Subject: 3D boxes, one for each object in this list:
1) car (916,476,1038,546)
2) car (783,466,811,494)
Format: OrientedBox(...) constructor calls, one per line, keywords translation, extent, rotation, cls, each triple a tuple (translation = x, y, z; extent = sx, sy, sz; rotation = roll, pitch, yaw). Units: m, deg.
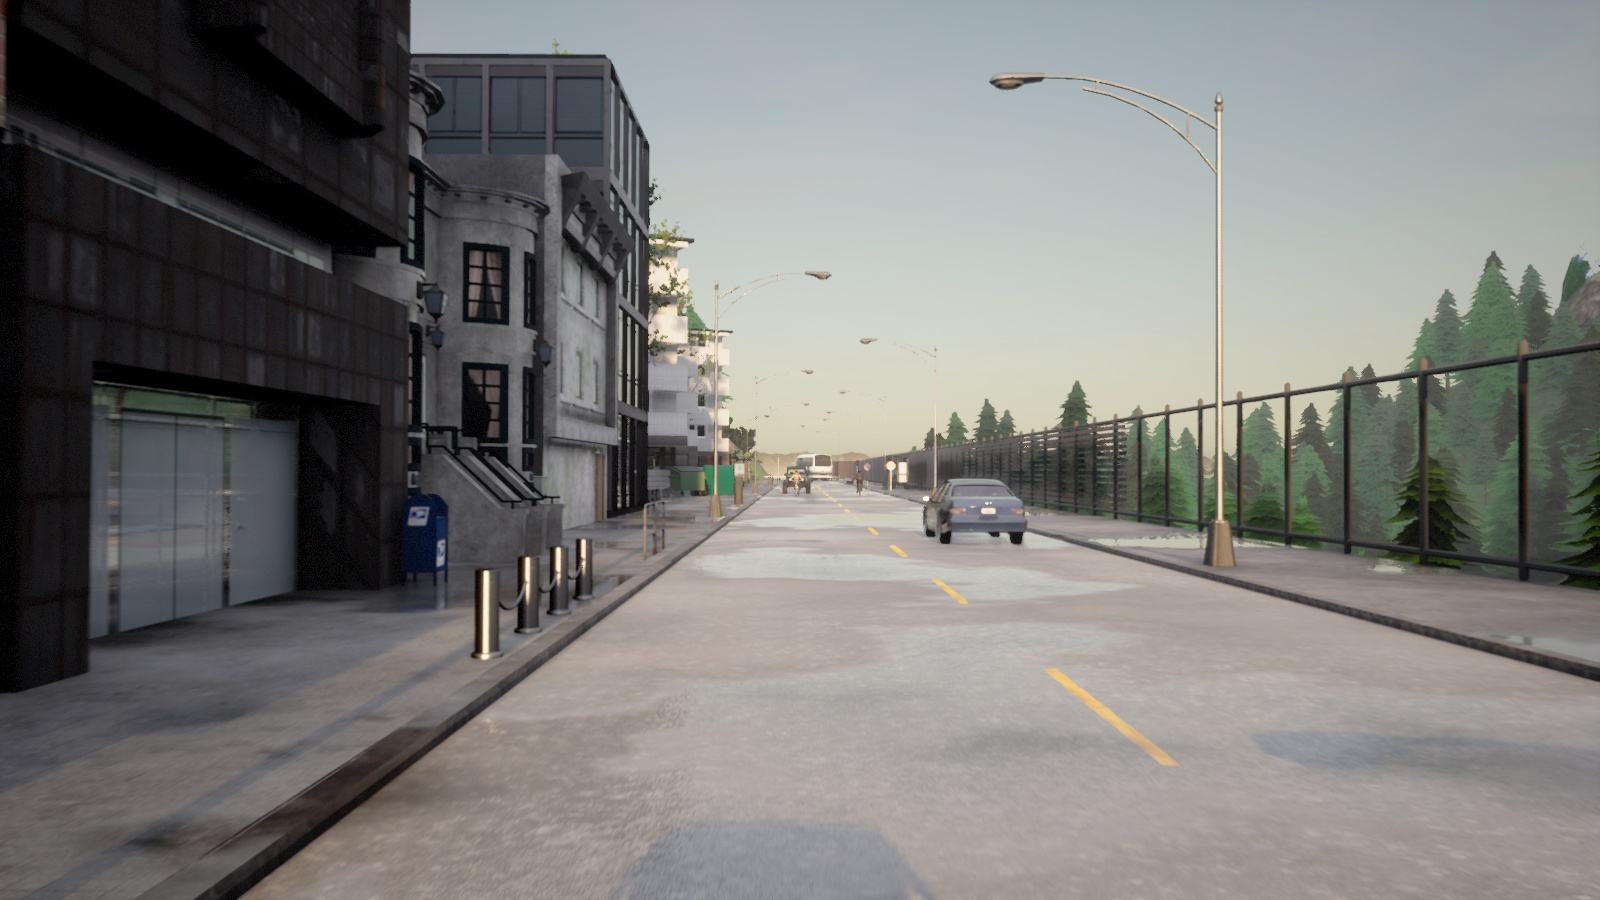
OrientedBox(translation=(3.924, 1.329, 28.800), extent=(2.033, 1.411, 5.357), rotation=(0, -1, 0), cls="car")
OrientedBox(translation=(-0.222, 2.054, 86.186), extent=(1.905, 1.878, 3.866), rotation=(0, -1, 0), cls="car")
